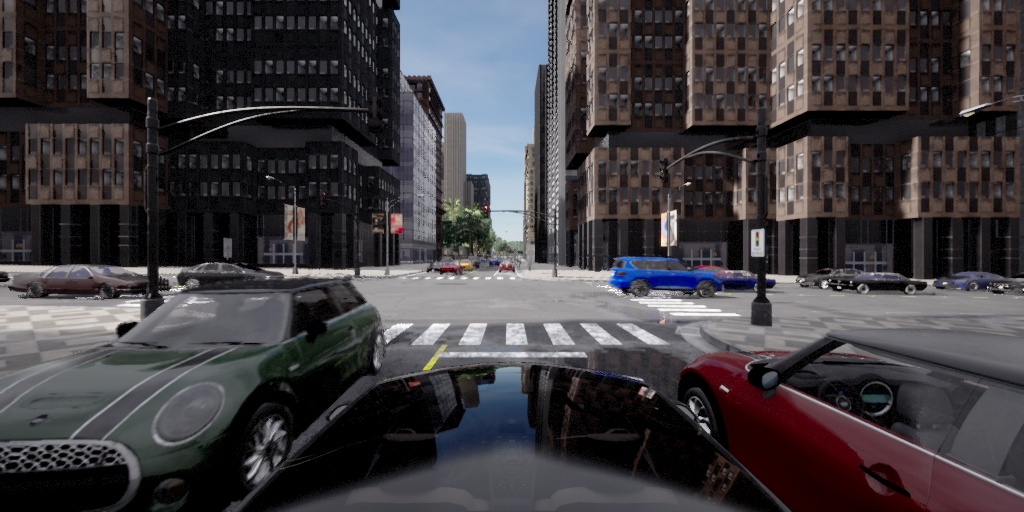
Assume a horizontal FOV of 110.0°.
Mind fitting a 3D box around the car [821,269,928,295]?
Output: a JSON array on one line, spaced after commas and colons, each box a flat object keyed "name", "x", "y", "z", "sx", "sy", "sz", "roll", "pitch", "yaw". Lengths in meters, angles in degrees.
[{"name": "car", "x": 22.692, "y": 1.696, "z": 22.466, "sx": 4.718, "sy": 1.301, "sz": 1.895, "roll": 1, "pitch": 0, "yaw": 0}]

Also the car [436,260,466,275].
[{"name": "car", "x": -6.462, "y": 1.338, "z": 38.486, "sx": 1.895, "sy": 1.301, "sz": 4.718, "roll": 0, "pitch": 0, "yaw": 1}]

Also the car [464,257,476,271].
[{"name": "car", "x": -6.496, "y": 1.235, "z": 48.880, "sx": 1.882, "sy": 1.535, "sz": 5.008, "roll": 0, "pitch": 0, "yaw": 0}]

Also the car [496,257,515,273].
[{"name": "car", "x": -0.606, "y": 1.187, "z": 43.712, "sx": 1.967, "sy": 1.591, "sz": 4.097, "roll": 0, "pitch": 0, "yaw": 0}]

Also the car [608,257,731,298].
[{"name": "car", "x": 7.959, "y": 1.109, "z": 18.921, "sx": 5.566, "sy": 2.045, "sz": 2.150, "roll": 1, "pitch": 0, "yaw": 0}]

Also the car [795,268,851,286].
[{"name": "car", "x": 23.135, "y": 1.602, "z": 25.717, "sx": 4.892, "sy": 1.490, "sz": 1.837, "roll": 1, "pitch": 0, "yaw": 0}]

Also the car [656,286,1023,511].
[{"name": "car", "x": 2.764, "y": 1.190, "z": 2.321, "sx": 1.967, "sy": 1.591, "sz": 4.097, "roll": 0, "pitch": 0, "yaw": 0}]

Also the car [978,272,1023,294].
[{"name": "car", "x": 33.100, "y": 1.752, "z": 22.519, "sx": 4.892, "sy": 1.490, "sz": 1.837, "roll": 1, "pitch": 0, "yaw": 0}]

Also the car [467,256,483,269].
[{"name": "car", "x": -6.557, "y": 1.000, "z": 59.219, "sx": 2.150, "sy": 2.045, "sz": 5.566, "roll": 0, "pitch": 0, "yaw": 0}]

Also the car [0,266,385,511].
[{"name": "car", "x": -3.164, "y": 1.101, "z": 4.351, "sx": 2.097, "sy": 1.767, "sz": 4.553, "roll": 0, "pitch": 0, "yaw": -3}]

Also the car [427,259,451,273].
[{"name": "car", "x": -9.131, "y": 1.313, "z": 43.659, "sx": 1.948, "sy": 1.339, "sz": 4.313, "roll": 0, "pitch": 0, "yaw": 0}]

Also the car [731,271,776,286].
[{"name": "car", "x": 13.526, "y": 1.564, "z": 22.412, "sx": 4.718, "sy": 1.301, "sz": 1.895, "roll": 1, "pitch": 0, "yaw": 0}]

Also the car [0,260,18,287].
[{"name": "car", "x": -29.893, "y": 0.900, "z": 18.709, "sx": 5.357, "sy": 1.411, "sz": 2.033, "roll": 1, "pitch": 0, "yaw": 0}]

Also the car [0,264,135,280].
[{"name": "car", "x": -18.096, "y": 1.070, "z": 15.493, "sx": 5.357, "sy": 1.411, "sz": 2.033, "roll": 1, "pitch": 0, "yaw": 1}]

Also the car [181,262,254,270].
[{"name": "car", "x": -14.768, "y": 1.069, "z": 19.086, "sx": 4.892, "sy": 1.490, "sz": 1.837, "roll": 1, "pitch": 0, "yaw": -4}]

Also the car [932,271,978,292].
[{"name": "car", "x": 33.112, "y": 1.806, "z": 25.775, "sx": 4.181, "sy": 1.385, "sz": 1.994, "roll": 1, "pitch": 0, "yaw": -1}]

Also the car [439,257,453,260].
[{"name": "car", "x": -9.166, "y": 1.072, "z": 49.085, "sx": 2.192, "sy": 1.841, "sz": 5.009, "roll": 0, "pitch": 0, "yaw": 0}]
